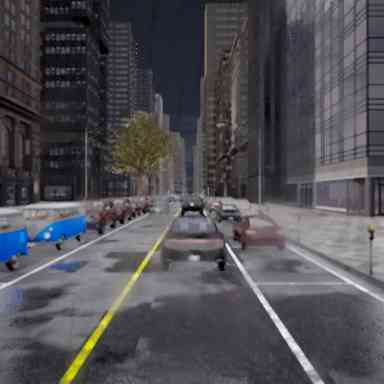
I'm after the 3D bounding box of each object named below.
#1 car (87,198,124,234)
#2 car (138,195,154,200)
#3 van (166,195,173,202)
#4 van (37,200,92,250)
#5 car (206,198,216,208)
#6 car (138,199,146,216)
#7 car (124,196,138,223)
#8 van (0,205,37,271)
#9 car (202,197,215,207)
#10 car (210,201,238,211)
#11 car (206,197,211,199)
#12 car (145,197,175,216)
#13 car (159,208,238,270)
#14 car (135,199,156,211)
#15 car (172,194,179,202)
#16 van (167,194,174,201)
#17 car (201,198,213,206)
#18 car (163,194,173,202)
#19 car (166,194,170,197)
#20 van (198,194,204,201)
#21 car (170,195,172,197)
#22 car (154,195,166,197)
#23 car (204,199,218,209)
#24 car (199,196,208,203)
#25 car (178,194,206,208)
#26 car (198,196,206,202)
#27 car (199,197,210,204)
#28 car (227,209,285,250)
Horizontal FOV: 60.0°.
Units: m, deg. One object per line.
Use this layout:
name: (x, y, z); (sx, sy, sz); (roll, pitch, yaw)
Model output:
car: (-5.803, 1.362, 19.777); (2.192, 1.841, 5.009); (0, 0, 0)
car: (-5.840, 1.403, 36.809); (2.192, 1.841, 5.009); (0, 0, 0)
van: (-5.950, 1.575, 87.905); (1.690, 1.788, 3.998); (0, 0, 0)
van: (-5.791, 1.375, 14.099); (1.690, 1.788, 3.998); (0, 0, 0)
car: (2.685, 1.670, 36.833); (1.802, 1.307, 4.206); (0, 0, 0)
car: (-5.827, 1.640, 31.131); (1.947, 1.339, 4.313); (0, 0, 0)
car: (-5.815, 1.376, 25.454); (2.192, 1.841, 5.009); (0, 0, 0)
van: (-5.779, 1.361, 8.422); (1.690, 1.788, 3.998); (0, 0, 0)
car: (2.648, 1.574, 53.867); (1.967, 1.590, 4.097); (0, 0, 0)
car: (2.710, 1.611, 25.478); (2.008, 1.369, 4.403); (0, 0, 0)
car: (2.673, 1.629, 42.681); (1.752, 1.417, 4.829); (0, 0, 0)
car: (-3.167, 1.572, 33.486); (2.128, 1.511, 4.902); (0, 0, 0)
car: (0.060, 1.518, 11.101); (2.128, 1.511, 4.902); (0, 0, 0)
car: (-5.852, 1.654, 42.485); (2.008, 1.369, 4.403); (0, 0, 0)
car: (-3.157, 1.661, 74.543); (1.812, 1.442, 4.674); (0, 0, 0)
van: (-5.962, 1.593, 93.582); (1.690, 1.788, 3.998); (0, 0, 0)
car: (2.637, 1.715, 59.544); (1.947, 1.339, 4.313); (0, 0, 0)
car: (-5.938, 1.532, 82.227); (2.192, 1.841, 5.009); (0, 0, 0)
car: (-5.900, 1.691, 65.025); (1.752, 1.417, 4.829); (0, 0, 0)
van: (2.563, 1.593, 93.610); (1.690, 1.788, 3.998); (0, 0, 0)
car: (-5.913, 1.765, 70.872); (1.802, 1.307, 4.206); (0, 0, 0)
car: (-5.877, 1.448, 53.840); (2.192, 1.841, 5.009); (0, 0, 0)
car: (2.661, 1.700, 48.188); (1.802, 1.307, 4.206); (0, 0, 0)
car: (2.600, 1.640, 76.576); (1.967, 1.590, 4.097); (0, 0, 0)
car: (0.028, 1.302, 33.932); (2.150, 2.045, 5.566); (0, 0, 0)
car: (2.576, 1.785, 87.932); (2.008, 1.369, 4.403); (0, 0, 0)
car: (2.612, 1.734, 70.899); (2.008, 1.369, 4.403); (0, 0, 0)
car: (2.734, 1.615, 14.123); (1.802, 1.307, 4.206); (0, 0, 0)
